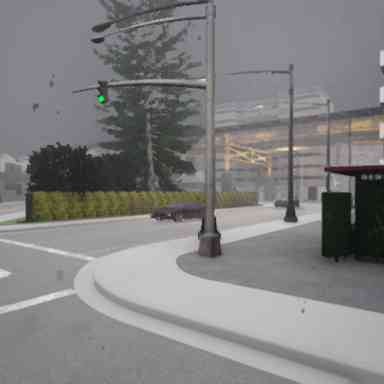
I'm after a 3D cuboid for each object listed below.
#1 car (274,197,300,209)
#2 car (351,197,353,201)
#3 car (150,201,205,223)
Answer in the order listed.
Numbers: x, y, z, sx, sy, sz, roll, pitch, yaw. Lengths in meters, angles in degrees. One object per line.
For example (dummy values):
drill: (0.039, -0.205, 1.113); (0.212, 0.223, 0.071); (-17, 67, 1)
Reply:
car: (12.095, 1.341, 42.265); (1.882, 1.535, 5.008); (0, 0, 36)
car: (30.952, 1.326, 68.626); (4.974, 1.542, 2.038); (0, 0, -30)
car: (-0.692, 1.405, 24.661); (2.033, 1.411, 5.357); (0, 0, 36)
